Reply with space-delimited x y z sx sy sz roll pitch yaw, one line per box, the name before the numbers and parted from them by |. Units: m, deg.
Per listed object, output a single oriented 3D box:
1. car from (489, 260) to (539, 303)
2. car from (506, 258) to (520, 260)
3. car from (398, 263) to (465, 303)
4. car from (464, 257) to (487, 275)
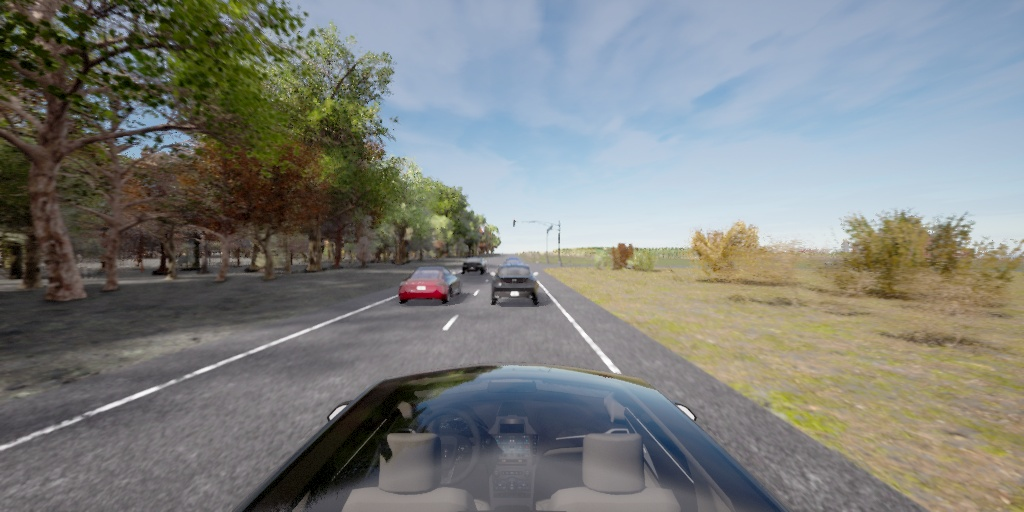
car | 0.099 1.089 15.414 1.837 1.490 4.892 0 1 0
car | 0.123 0.890 33.219 1.812 1.442 4.674 0 1 0
car | -3.401 1.148 15.466 1.994 1.385 4.181 0 1 0
car | -3.391 0.845 33.018 1.882 1.535 5.008 0 1 0
